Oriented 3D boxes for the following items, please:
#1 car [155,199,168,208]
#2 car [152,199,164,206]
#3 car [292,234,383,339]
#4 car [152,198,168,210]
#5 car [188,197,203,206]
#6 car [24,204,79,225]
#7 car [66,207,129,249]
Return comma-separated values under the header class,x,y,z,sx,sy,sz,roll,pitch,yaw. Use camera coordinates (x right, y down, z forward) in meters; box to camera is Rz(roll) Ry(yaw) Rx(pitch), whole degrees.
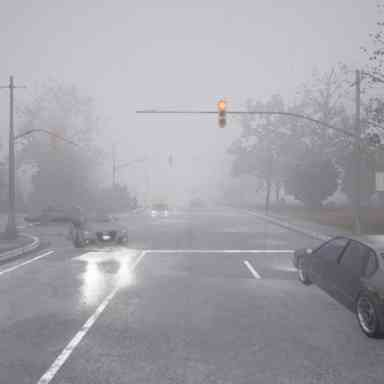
class,x,y,z,sx,sy,sz,roll,pitch,yaw
car,-5.010,1.786,54.393,2.033,1.411,5.357,0,-1,-7
car,-6.791,2.039,65.891,2.033,1.411,5.357,0,-1,-11
car,3.591,1.547,6.501,2.033,1.411,5.357,0,0,0
car,-4.138,1.559,43.881,1.882,1.535,5.008,0,-1,-3
car,0.642,1.788,64.835,2.097,1.767,4.553,0,-1,-10
car,-9.019,1.570,23.879,5.357,1.411,2.033,0,0,-12
car,-4.144,1.564,14.596,1.994,1.385,4.181,1,0,-26
